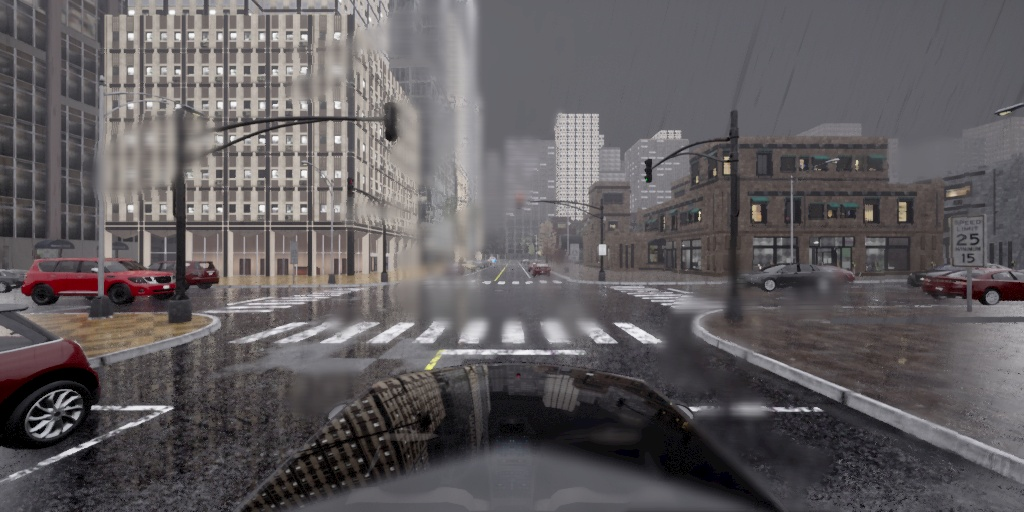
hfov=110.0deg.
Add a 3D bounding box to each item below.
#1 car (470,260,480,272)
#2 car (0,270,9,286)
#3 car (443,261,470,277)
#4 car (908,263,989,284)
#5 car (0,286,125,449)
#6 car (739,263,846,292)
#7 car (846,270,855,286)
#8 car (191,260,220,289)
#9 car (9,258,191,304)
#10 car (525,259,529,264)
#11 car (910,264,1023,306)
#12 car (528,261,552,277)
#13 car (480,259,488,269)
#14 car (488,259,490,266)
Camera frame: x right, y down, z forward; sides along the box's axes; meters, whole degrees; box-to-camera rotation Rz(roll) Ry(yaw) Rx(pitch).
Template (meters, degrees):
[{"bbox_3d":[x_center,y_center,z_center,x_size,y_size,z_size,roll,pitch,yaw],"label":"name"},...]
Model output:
[{"bbox_3d":[-5.466,1.292,45.659,1.751,1.417,4.829,0,0,0],"label":"car"},{"bbox_3d":[-31.429,1.508,22.062,4.403,1.370,2.007,0,0,-1],"label":"car"},{"bbox_3d":[-5.522,1.341,34.748,1.802,1.307,4.207,0,0,0],"label":"car"},{"bbox_3d":[24.946,1.141,20.039,4.181,1.385,1.994,0,0,-1],"label":"car"},{"bbox_3d":[-5.691,1.190,2.281,1.967,1.591,4.097,0,0,0],"label":"car"},{"bbox_3d":[15.143,1.148,19.934,4.892,1.490,1.837,0,0,-1],"label":"car"},{"bbox_3d":[19.053,1.202,22.561,4.207,1.307,1.802,0,0,-1],"label":"car"},{"bbox_3d":[-21.019,1.204,22.165,5.009,1.841,2.192,0,0,-1],"label":"car"},{"bbox_3d":[-18.580,1.086,16.400,5.566,2.045,2.150,0,0,-1],"label":"car"},{"bbox_3d":[2.916,1.348,45.786,1.802,1.307,4.207,0,0,0],"label":"car"},{"bbox_3d":[19.136,1.153,14.181,4.507,1.381,1.888,0,0,-1],"label":"car"},{"bbox_3d":[2.859,1.304,34.704,1.888,1.381,4.507,0,0,0],"label":"car"},{"bbox_3d":[-5.406,1.324,56.911,2.007,1.370,4.403,0,0,0],"label":"car"},{"bbox_3d":[-5.378,1.345,62.451,1.948,1.339,4.313,0,0,0],"label":"car"}]
